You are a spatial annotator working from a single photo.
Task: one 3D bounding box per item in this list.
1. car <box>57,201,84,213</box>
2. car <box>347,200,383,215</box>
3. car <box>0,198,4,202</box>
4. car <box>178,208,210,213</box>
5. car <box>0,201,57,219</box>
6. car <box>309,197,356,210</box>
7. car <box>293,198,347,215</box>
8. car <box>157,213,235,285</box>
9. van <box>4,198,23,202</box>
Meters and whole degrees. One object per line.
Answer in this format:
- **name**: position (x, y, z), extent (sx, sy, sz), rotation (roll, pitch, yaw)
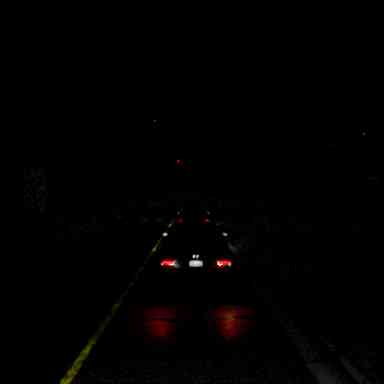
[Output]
- **car**: position (-15.472, 1.716, 39.623), extent (4.829, 1.417, 1.752), rotation (-1, 1, 0)
- **car**: position (17.044, 1.444, 31.053), extent (4.403, 1.369, 2.008), rotation (-1, 1, 0)
- **car**: position (-20.986, 1.621, 31.101), extent (5.009, 1.841, 2.192), rotation (-1, 1, 0)
- **car**: position (0.087, 1.612, 18.926), extent (1.994, 1.385, 4.181), rotation (0, 0, 0)
- **car**: position (-15.303, 1.830, 31.098), extent (4.206, 1.307, 1.802), rotation (-1, 1, 0)
- **car**: position (16.710, 1.363, 39.578), extent (4.829, 1.417, 1.752), rotation (-1, 1, 0)
- **car**: position (11.665, 1.521, 31.060), extent (4.313, 1.339, 1.947), rotation (-1, 1, 0)
- **car**: position (0.093, 1.575, 9.579), extent (2.033, 1.411, 5.357), rotation (0, 0, 0)
- **van**: position (-20.983, 1.588, 39.627), extent (3.998, 1.788, 1.690), rotation (-1, 1, 0)
